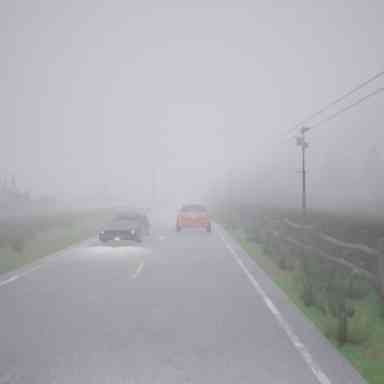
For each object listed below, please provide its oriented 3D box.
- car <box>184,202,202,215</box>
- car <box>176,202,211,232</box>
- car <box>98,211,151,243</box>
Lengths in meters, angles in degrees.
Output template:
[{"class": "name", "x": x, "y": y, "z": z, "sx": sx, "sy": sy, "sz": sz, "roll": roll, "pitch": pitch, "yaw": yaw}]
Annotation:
[{"class": "car", "x": 0.111, "y": 1.880, "z": 38.914, "sx": 1.994, "sy": 1.385, "sz": 4.181, "roll": 0, "pitch": 0, "yaw": 0}, {"class": "car", "x": 0.099, "y": 1.529, "z": 21.726, "sx": 2.097, "sy": 1.767, "sz": 4.553, "roll": 0, "pitch": -1, "yaw": 0}, {"class": "car", "x": -3.250, "y": 1.688, "z": 17.175, "sx": 2.033, "sy": 1.411, "sz": 5.357, "roll": 0, "pitch": 0, "yaw": 0}]
